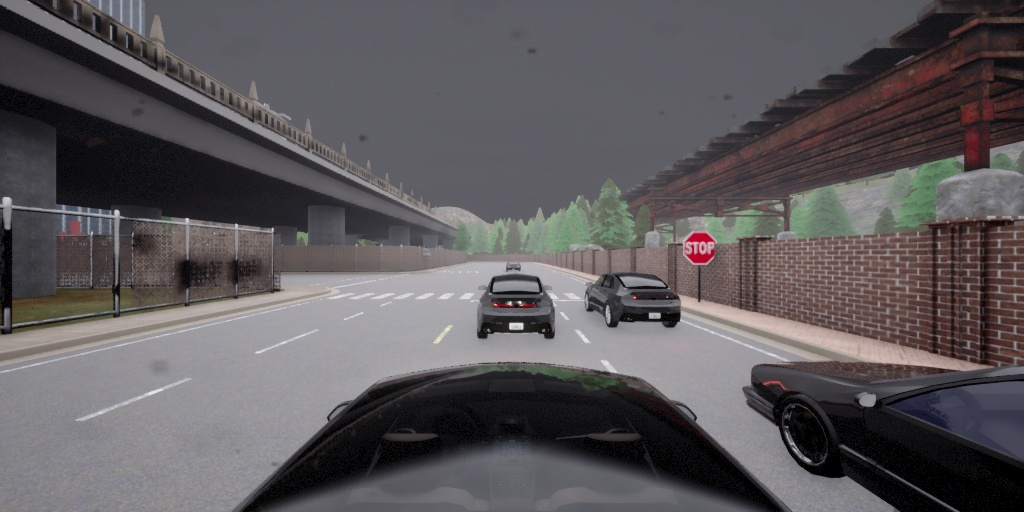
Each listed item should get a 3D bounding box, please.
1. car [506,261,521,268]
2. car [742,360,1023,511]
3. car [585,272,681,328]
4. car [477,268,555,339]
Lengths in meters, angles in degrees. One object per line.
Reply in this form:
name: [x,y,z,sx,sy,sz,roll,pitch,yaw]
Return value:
car: [0.164,1.351,46.352,1.895,1.301,4.718,0,0,-1]
car: [3.600,1.297,1.687,2.033,1.411,5.357,0,0,0]
car: [3.596,1.255,11.433,1.837,1.490,4.892,0,0,0]
car: [0.095,1.255,10.073,1.837,1.490,4.892,0,0,0]
